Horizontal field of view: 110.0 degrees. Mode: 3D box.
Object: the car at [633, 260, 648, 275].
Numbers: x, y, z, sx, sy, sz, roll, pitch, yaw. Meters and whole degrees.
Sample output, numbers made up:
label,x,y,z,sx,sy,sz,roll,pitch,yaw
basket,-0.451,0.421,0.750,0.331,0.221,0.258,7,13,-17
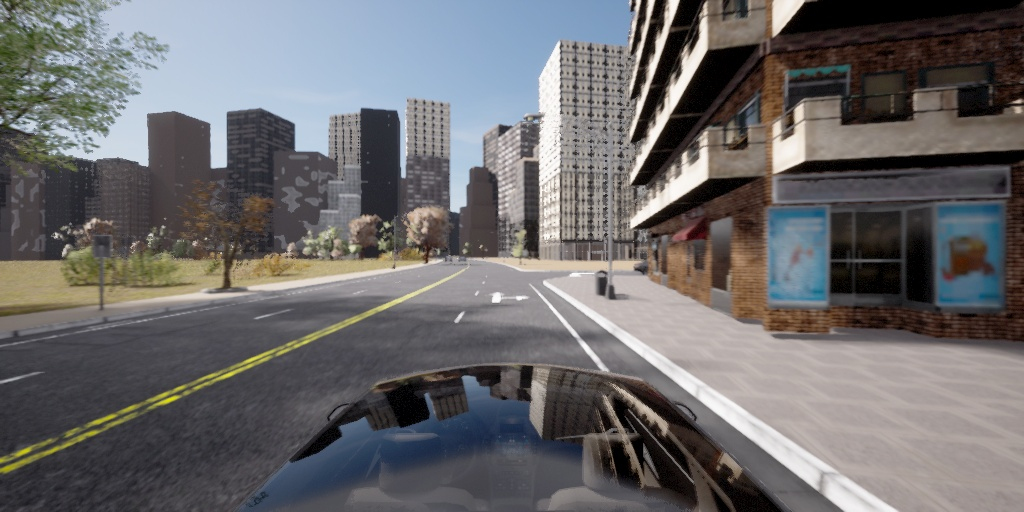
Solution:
label,x,y,z,sx,sy,sz,roll,pitch,yaw
car,13.526,1.018,32.891,4.674,1.442,1.812,-1,0,12
